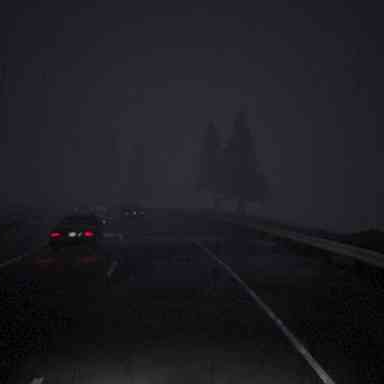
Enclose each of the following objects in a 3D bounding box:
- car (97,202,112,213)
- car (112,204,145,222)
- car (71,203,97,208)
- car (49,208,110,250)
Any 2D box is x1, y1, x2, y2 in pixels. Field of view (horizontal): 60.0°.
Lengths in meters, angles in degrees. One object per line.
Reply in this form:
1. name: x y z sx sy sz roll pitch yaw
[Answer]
1. car: -11.649 1.962 42.212 1.895 1.301 4.718 0 -1 -30
2. car: -5.543 1.797 29.499 2.033 1.411 5.357 0 -1 -20
3. car: -11.211 1.818 33.825 1.812 1.442 4.674 0 -1 -24
4. car: -5.025 1.678 15.033 2.033 1.411 5.357 0 0 -11
